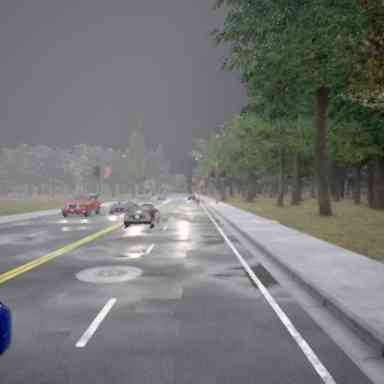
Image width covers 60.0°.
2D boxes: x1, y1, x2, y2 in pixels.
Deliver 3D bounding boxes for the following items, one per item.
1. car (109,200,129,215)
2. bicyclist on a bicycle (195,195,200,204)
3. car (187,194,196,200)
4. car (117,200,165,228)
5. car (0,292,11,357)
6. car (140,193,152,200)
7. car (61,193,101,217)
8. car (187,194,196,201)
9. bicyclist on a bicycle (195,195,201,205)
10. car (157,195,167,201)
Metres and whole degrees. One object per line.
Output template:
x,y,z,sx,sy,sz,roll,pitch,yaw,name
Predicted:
-6.614,1.470,32.131,1.994,1.385,4.181,0,0,0,car
0.874,1.279,56.934,0.866,1.612,1.509,0,0,0,bicyclist on a bicycle
-0.051,1.224,83.804,2.128,1.511,4.902,0,0,0,car
-3.162,1.481,21.713,2.033,1.411,5.357,0,0,0,car
-3.150,1.216,1.450,2.150,2.045,5.566,0,0,0,car
-9.793,1.093,70.520,2.097,1.767,4.553,0,0,0,car
-9.866,1.130,30.138,2.150,2.045,5.566,0,1,0,car
-0.045,1.300,73.405,1.837,1.490,4.892,0,0,0,car
0.878,1.303,47.473,0.866,1.612,1.509,0,0,0,bicyclist on a bicycle
-6.545,1.287,72.785,2.033,1.411,5.357,0,0,0,car
